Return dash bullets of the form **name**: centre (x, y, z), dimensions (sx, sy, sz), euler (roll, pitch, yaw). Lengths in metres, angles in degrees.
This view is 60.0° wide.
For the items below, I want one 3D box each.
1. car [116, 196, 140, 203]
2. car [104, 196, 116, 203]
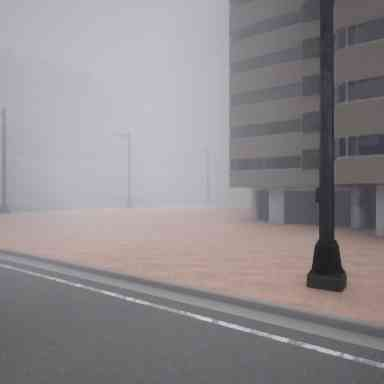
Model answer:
- **car**: centre (-12.456, 1.566, 67.374), dimensions (1.812, 1.442, 4.674), euler (0, 0, 36)
- **car**: centre (-15.670, 1.526, 68.887), dimensions (2.033, 1.411, 5.357), euler (0, 0, 36)
